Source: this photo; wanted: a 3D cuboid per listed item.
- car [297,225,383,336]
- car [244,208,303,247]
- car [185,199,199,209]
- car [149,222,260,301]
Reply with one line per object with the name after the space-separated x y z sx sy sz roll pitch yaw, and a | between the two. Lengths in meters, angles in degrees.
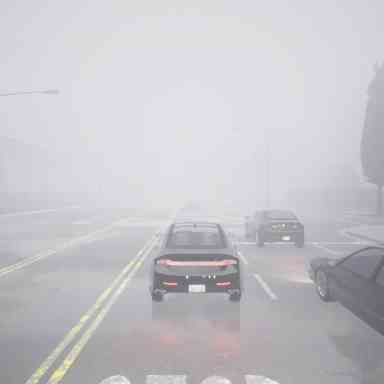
3.589 1.547 5.256 2.033 1.411 5.357 0 0 0 | car
3.566 1.505 15.002 1.837 1.490 4.892 0 0 0 | car
0.005 1.600 44.120 1.895 1.301 4.718 0 0 0 | car
0.082 1.491 8.302 2.128 1.511 4.902 0 0 0 | car
